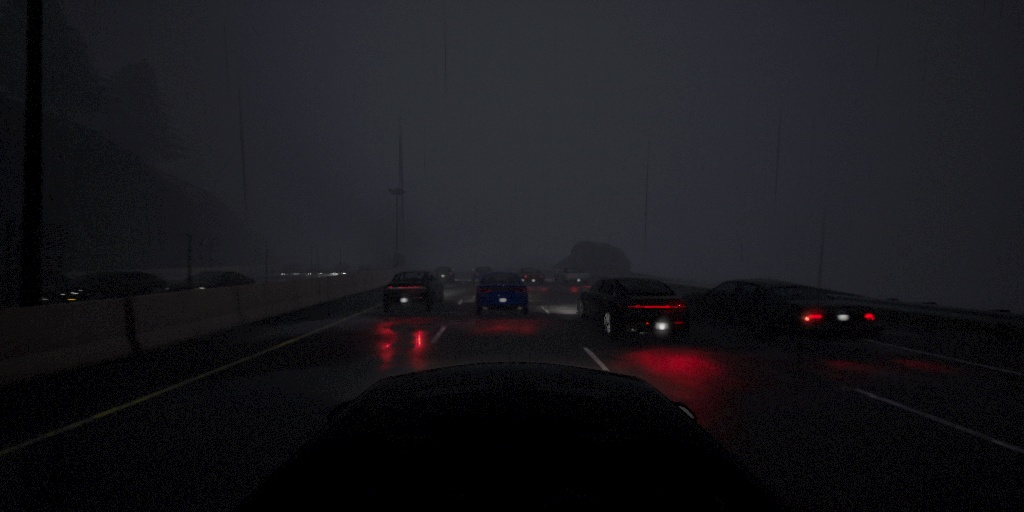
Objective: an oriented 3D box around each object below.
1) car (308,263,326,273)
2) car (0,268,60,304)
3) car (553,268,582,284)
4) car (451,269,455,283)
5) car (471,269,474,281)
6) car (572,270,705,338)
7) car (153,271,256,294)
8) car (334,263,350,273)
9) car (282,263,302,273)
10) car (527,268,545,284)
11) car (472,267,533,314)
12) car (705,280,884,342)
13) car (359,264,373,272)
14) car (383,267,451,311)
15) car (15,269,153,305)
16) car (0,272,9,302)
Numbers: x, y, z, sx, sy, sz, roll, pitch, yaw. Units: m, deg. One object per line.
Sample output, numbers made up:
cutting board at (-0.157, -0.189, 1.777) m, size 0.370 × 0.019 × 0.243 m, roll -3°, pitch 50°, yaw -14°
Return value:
car at (-30.307, 1.887, 55.816) m, size 1.812 × 1.442 × 4.674 m, roll 0°, pitch -1°, yaw -18°
car at (-21.783, 1.289, 15.220) m, size 2.097 × 1.767 × 4.553 m, roll 0°, pitch -1°, yaw -5°
car at (4.863, 1.621, 30.010) m, size 1.895 × 1.301 × 4.718 m, roll 0°, pitch -1°, yaw -8°
car at (-6.082, 1.628, 31.817) m, size 1.994 × 1.385 × 4.181 m, roll 0°, pitch -1°, yaw -10°
car at (-2.548, 1.621, 31.889) m, size 1.994 × 1.385 × 4.181 m, roll 0°, pitch -1°, yaw -9°
car at (3.268, 1.336, 10.493) m, size 1.837 × 1.490 × 4.892 m, roll 0°, pitch 0°, yaw -3°
car at (-15.018, 1.476, 18.173) m, size 1.812 × 1.442 × 4.674 m, roll 0°, pitch -1°, yaw -6°
car at (-27.070, 1.861, 57.155) m, size 2.128 × 1.511 × 4.902 m, roll 0°, pitch -1°, yaw -18°
car at (-33.794, 1.868, 55.240) m, size 1.837 × 1.490 × 4.892 m, roll 0°, pitch -1°, yaw -18°
car at (1.343, 1.628, 29.893) m, size 1.895 × 1.301 × 4.718 m, roll 0°, pitch -1°, yaw -8°
car at (-0.470, 1.356, 14.496) m, size 1.882 × 1.535 × 5.008 m, roll 0°, pitch -1°, yaw -4°
car at (6.836, 1.364, 10.027) m, size 2.033 × 1.411 × 5.357 m, roll 0°, pitch -1°, yaw -3°
car at (-23.812, 1.974, 58.493) m, size 1.895 × 1.301 × 4.718 m, roll 0°, pitch -1°, yaw -18°
car at (-4.032, 1.386, 15.210) m, size 2.128 × 1.511 × 4.902 m, roll 0°, pitch -1°, yaw -4°
car at (-18.360, 1.445, 16.343) m, size 1.837 × 1.490 × 4.892 m, roll 0°, pitch -1°, yaw -6°
car at (-25.257, 1.470, 15.100) m, size 1.812 × 1.442 × 4.674 m, roll 0°, pitch -1°, yaw -5°
